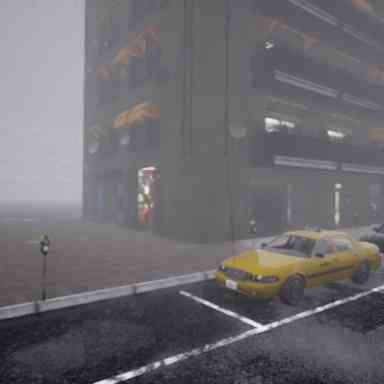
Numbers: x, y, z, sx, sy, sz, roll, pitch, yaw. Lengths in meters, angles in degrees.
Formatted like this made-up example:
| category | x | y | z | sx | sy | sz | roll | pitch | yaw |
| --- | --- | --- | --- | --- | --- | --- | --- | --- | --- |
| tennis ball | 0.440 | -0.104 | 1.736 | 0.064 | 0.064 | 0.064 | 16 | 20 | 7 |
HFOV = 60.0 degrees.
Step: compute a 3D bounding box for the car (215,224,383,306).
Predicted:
| category | x | y | z | sx | sy | sz | roll | pitch | yaw |
| --- | --- | --- | --- | --- | --- | --- | --- | --- | --- |
| car | 2.755 | 1.530 | 8.054 | 4.829 | 1.417 | 1.752 | 0 | 1 | -36 |
